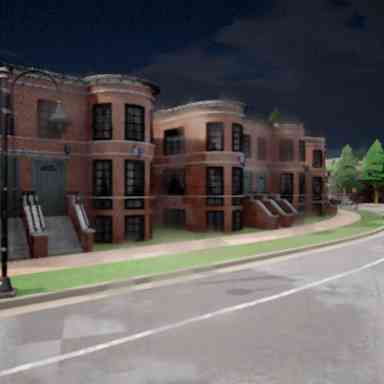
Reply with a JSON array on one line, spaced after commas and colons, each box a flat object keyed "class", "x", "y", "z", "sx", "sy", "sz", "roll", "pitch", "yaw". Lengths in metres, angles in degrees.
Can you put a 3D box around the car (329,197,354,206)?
[{"class": "car", "x": 24.629, "y": 1.580, "z": 54.887, "sx": 2.128, "sy": 1.511, "sz": 4.902, "roll": 0, "pitch": 0, "yaw": -8}]
